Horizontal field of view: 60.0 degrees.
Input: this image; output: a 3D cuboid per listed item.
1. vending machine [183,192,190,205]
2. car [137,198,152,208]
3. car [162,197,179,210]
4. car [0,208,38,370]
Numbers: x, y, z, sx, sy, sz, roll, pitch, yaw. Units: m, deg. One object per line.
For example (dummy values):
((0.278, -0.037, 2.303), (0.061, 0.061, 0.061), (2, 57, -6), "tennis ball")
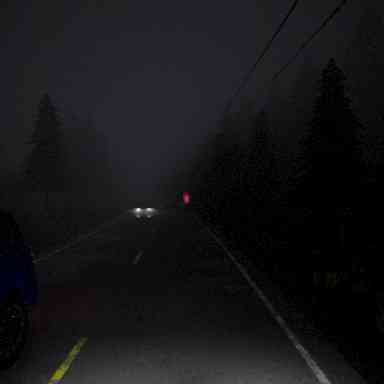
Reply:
((-0.909, 1.094, 55.169), (1.100, 2.100, 0.880), (0, 0, -8), "vending machine")
((-6.583, 1.522, 46.147), (1.895, 1.301, 4.718), (0, 0, -6), "car")
((-2.637, 1.417, 41.233), (2.128, 1.511, 4.902), (0, 0, -6), "car")
((-3.354, 1.219, 2.751), (2.150, 2.045, 5.566), (0, 0, -1), "car")
